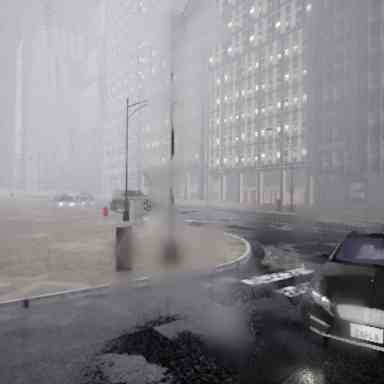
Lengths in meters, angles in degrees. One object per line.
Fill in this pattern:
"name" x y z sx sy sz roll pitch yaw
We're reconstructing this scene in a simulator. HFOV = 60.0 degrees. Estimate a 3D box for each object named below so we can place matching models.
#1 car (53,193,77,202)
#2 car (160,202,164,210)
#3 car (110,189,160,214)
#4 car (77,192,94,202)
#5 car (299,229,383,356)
"car" -19.014 0.771 49.100 1.895 1.301 4.718 1 0 -35
"car" -4.907 1.081 34.336 2.033 1.411 5.357 1 0 -35
"car" -5.377 0.778 29.325 2.150 2.045 5.566 1 0 -35
"car" -16.675 0.731 51.442 1.812 1.442 4.674 1 0 -35
"car" 3.584 1.504 6.170 2.128 1.511 4.902 1 1 35
